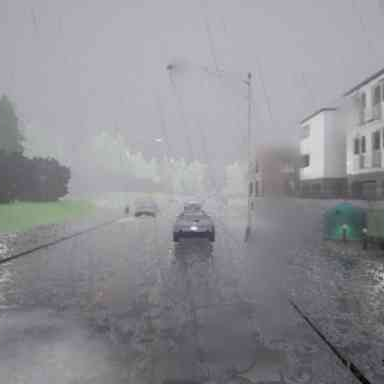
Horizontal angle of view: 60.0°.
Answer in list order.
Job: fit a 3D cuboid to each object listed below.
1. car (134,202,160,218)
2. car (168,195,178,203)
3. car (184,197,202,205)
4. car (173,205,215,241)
[{"bbox_3d":[-4.115,1.621,31.126,2.033,1.411,5.357,0,0,0],"label":"car"},{"bbox_3d":[-4.065,1.457,71.218,2.097,1.767,4.553,0,0,0],"label":"car"},{"bbox_3d":[0.069,1.617,38.594,1.812,1.442,4.674,0,0,0],"label":"car"},{"bbox_3d":[0.088,1.605,17.005,1.994,1.385,4.181,0,0,0],"label":"car"}]
